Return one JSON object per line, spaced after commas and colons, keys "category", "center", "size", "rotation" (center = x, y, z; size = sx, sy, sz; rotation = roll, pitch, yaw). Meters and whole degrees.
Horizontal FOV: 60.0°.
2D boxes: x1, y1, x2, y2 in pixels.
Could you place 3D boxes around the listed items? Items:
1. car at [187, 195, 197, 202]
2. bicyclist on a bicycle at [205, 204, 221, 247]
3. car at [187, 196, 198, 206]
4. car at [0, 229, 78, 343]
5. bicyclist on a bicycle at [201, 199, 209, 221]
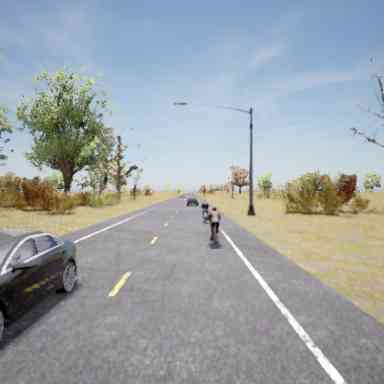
{"category": "car", "center": [-0.029, 1.490, 73.663], "size": [2.033, 1.411, 5.357], "rotation": [0, 0, 0]}
{"category": "bicyclist on a bicycle", "center": [0.958, 1.447, 13.841], "size": [0.582, 1.620, 1.656], "rotation": [0, 0, 0]}
{"category": "car", "center": [0.081, 1.472, 55.505], "size": [1.837, 1.490, 4.892], "rotation": [0, 0, 0]}
{"category": "car", "center": [-3.602, 1.489, 5.964], "size": [2.128, 1.511, 4.902], "rotation": [0, 0, 0]}
{"category": "bicyclist on a bicycle", "center": [0.955, 1.360, 24.083], "size": [0.659, 1.776, 1.843], "rotation": [0, 0, 0]}
